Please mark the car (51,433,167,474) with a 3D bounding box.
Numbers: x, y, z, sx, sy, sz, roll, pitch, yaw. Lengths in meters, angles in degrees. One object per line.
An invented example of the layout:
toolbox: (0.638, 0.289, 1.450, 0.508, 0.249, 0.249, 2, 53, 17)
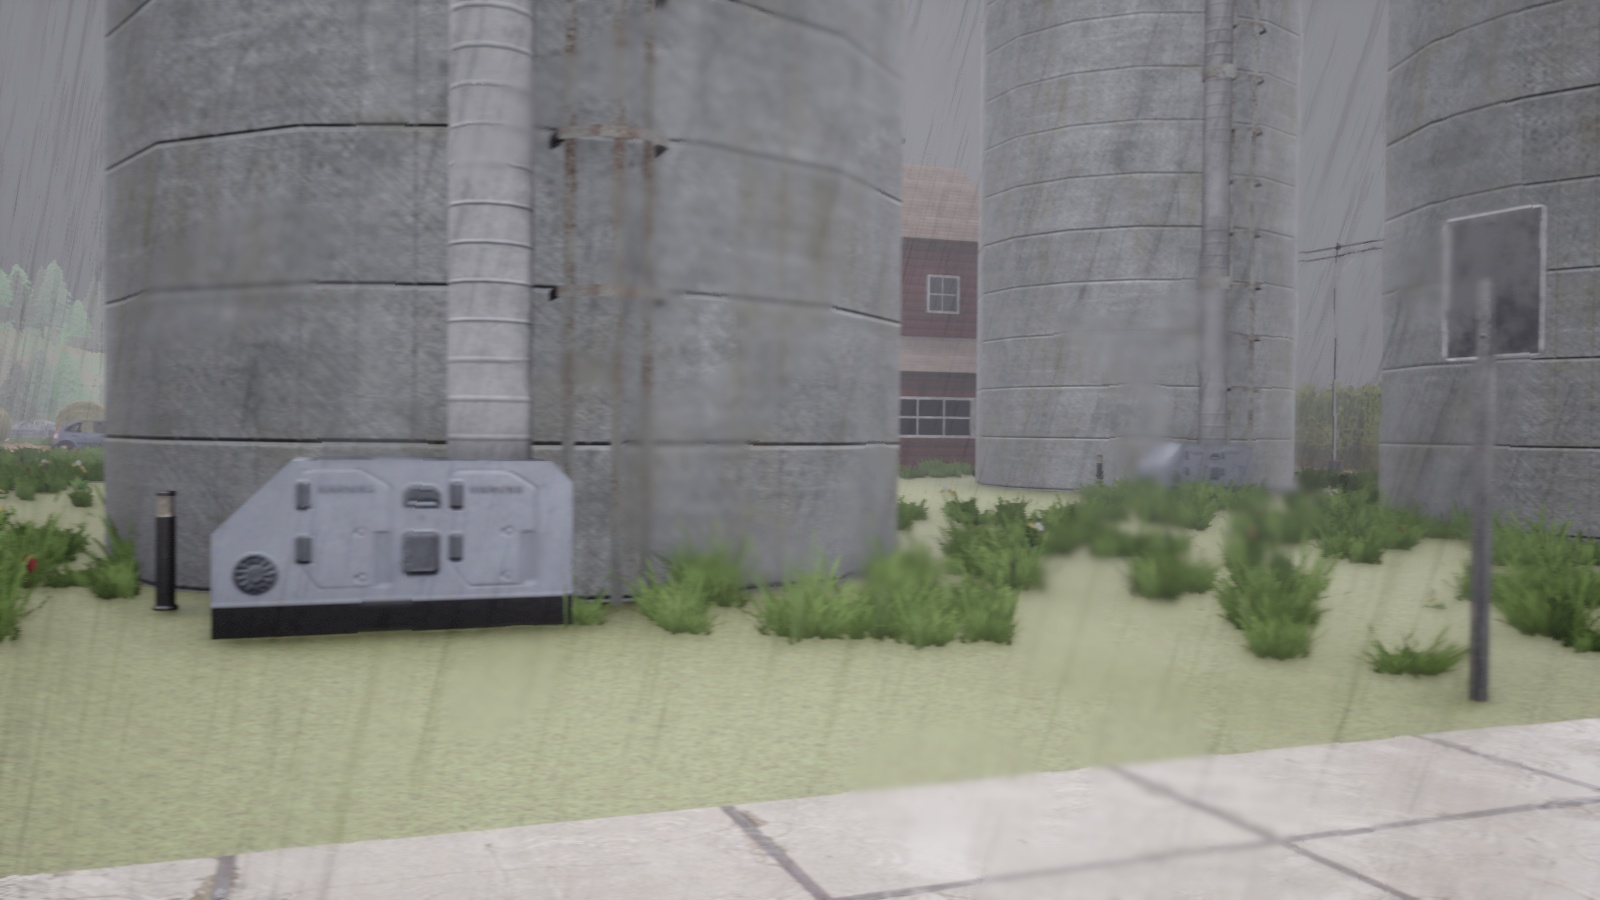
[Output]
car: (-28.638, 0.131, 52.169, 3.988, 1.617, 1.851, -1, 1, -21)
